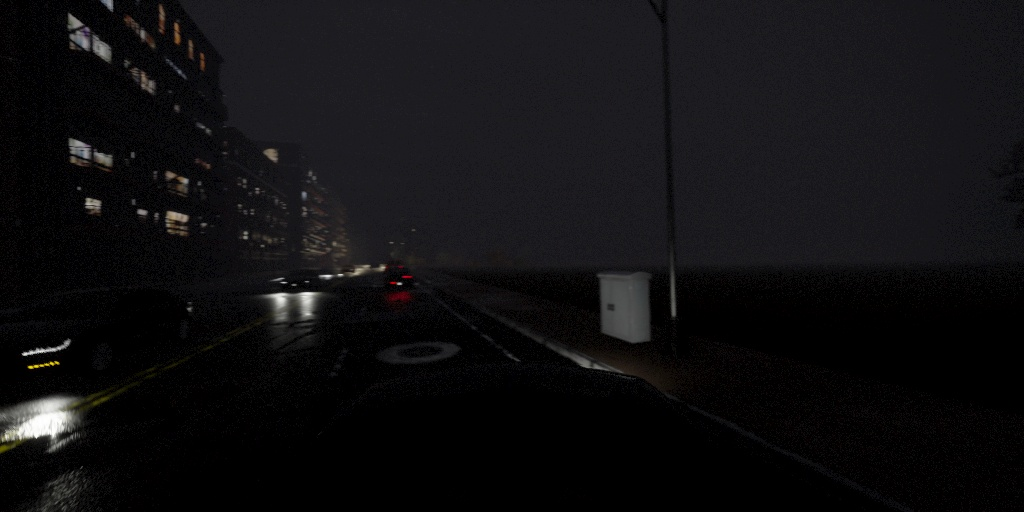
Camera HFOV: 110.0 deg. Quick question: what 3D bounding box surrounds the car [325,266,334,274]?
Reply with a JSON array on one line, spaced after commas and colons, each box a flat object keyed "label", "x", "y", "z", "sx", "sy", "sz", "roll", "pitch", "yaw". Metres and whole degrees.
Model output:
[{"label": "car", "x": -29.218, "y": 2.236, "z": 56.248, "sx": 1.895, "sy": 1.301, "sz": 4.718, "roll": -1, "pitch": 0, "yaw": -19}]

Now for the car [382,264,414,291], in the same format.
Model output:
[{"label": "car", "x": -7.970, "y": 1.538, "z": 25.209, "sx": 1.837, "sy": 1.490, "sz": 4.892, "roll": -1, "pitch": 0, "yaw": -19}]

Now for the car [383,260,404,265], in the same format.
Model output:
[{"label": "car", "x": -14.472, "y": 1.478, "z": 43.888, "sx": 2.150, "sy": 2.045, "sz": 5.566, "roll": -1, "pitch": 0, "yaw": -19}]

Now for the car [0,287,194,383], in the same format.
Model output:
[{"label": "car", "x": -8.896, "y": 1.481, "z": 7.692, "sx": 1.837, "sy": 1.490, "sz": 4.892, "roll": -1, "pitch": 0, "yaw": -19}]

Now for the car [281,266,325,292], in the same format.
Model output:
[{"label": "car", "x": -15.183, "y": 1.707, "z": 25.957, "sx": 1.837, "sy": 1.490, "sz": 4.892, "roll": -1, "pitch": -1, "yaw": -19}]

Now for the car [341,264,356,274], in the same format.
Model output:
[{"label": "car", "x": -26.190, "y": 2.049, "z": 57.399, "sx": 1.882, "sy": 1.535, "sz": 5.008, "roll": -1, "pitch": 0, "yaw": -19}]
